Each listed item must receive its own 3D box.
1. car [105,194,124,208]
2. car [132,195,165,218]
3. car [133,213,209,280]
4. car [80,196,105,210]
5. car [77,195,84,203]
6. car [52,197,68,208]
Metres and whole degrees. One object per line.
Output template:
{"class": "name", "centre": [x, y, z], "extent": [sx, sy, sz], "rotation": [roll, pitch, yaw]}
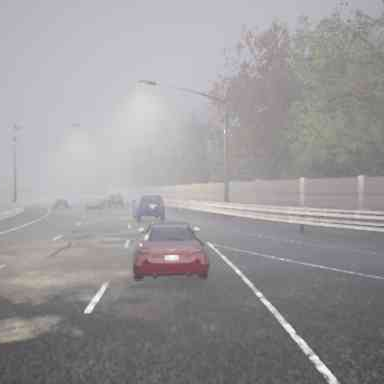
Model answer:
{"class": "car", "centre": [-11.554, 1.262, 48.527], "extent": [2.150, 2.045, 5.566], "rotation": [0, 0, -26]}
{"class": "car", "centre": [-3.592, 1.234, 27.207], "extent": [2.150, 2.045, 5.566], "rotation": [0, 0, -14]}
{"class": "car", "centre": [-0.689, 1.567, 10.068], "extent": [1.994, 1.385, 4.181], "rotation": [0, 0, -6]}
{"class": "car", "centre": [-13.275, 1.610, 44.127], "extent": [1.994, 1.385, 4.181], "rotation": [0, 0, -24]}
{"class": "car", "centre": [-22.808, 1.434, 69.370], "extent": [2.033, 1.411, 5.357], "rotation": [0, 0, -25]}
{"class": "car", "centre": [-19.087, 1.571, 48.212], "extent": [1.837, 1.490, 4.892], "rotation": [0, 0, -27]}
